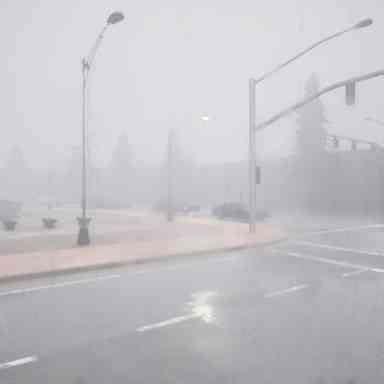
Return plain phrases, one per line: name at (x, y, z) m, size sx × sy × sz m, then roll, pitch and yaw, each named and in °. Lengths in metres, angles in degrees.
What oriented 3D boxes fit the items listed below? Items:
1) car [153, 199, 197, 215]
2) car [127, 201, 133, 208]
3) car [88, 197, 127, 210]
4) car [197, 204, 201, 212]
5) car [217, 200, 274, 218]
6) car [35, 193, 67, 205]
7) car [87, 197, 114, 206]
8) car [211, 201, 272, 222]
car at (-2.121, 1.485, 34.200) m, size 2.128 × 1.511 × 4.902 m, roll 0°, pitch 0°, yaw -39°
car at (-10.398, 1.496, 46.281) m, size 4.892 × 1.490 × 1.837 m, roll 1°, pitch 0°, yaw 31°
car at (-11.142, 1.484, 42.600) m, size 4.902 × 1.511 × 2.128 m, roll 0°, pitch 0°, yaw 33°
car at (-0.962, 1.557, 38.205) m, size 1.994 × 1.385 × 4.181 m, roll 0°, pitch 0°, yaw -42°
car at (4.825, 1.541, 30.997) m, size 2.033 × 1.411 × 5.357 m, roll 0°, pitch 0°, yaw -36°
car at (-25.150, 1.214, 59.422) m, size 5.566 × 2.045 × 2.150 m, roll 0°, pitch 0°, yaw 10°
car at (-15.598, 1.556, 56.721) m, size 4.181 × 1.385 × 1.994 m, roll 0°, pitch 0°, yaw 22°
car at (3.767, 1.542, 26.524) m, size 2.033 × 1.411 × 5.357 m, roll 0°, pitch 0°, yaw -36°
